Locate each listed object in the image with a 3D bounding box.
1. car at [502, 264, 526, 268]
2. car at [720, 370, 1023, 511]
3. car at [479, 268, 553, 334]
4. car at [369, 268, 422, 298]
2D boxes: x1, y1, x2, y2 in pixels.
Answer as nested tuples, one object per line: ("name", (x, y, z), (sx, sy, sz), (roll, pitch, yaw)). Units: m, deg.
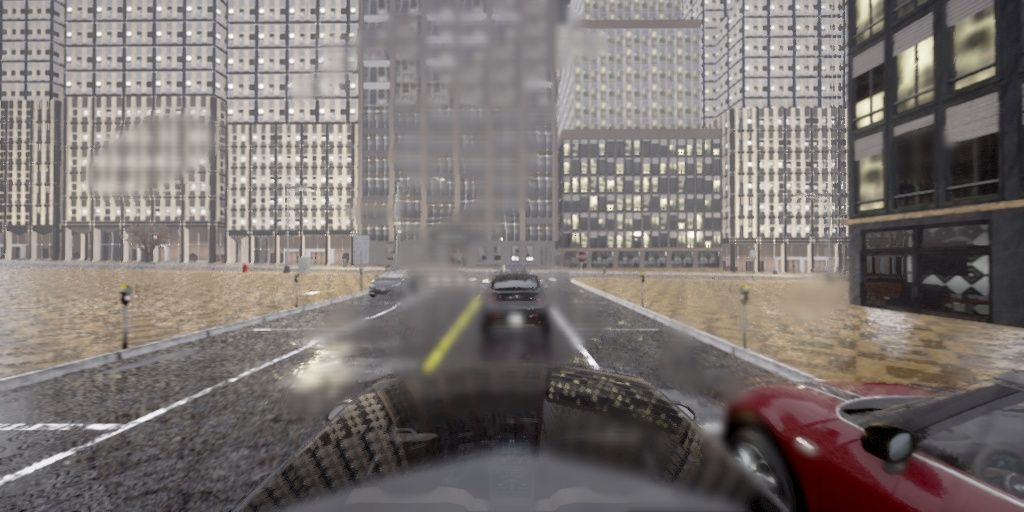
("car", (0.101, 1.216, 21.141), (2.128, 1.511, 4.902), (0, 0, 0))
("car", (2.692, 1.190, 1.384), (1.967, 1.591, 4.097), (0, 0, 0))
("car", (0.102, 1.241, 10.660), (1.837, 1.490, 4.892), (0, -1, 0))
("car", (-5.817, 1.279, 18.320), (2.007, 1.370, 4.403), (0, 0, 0))
